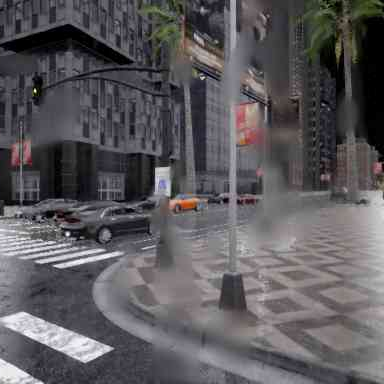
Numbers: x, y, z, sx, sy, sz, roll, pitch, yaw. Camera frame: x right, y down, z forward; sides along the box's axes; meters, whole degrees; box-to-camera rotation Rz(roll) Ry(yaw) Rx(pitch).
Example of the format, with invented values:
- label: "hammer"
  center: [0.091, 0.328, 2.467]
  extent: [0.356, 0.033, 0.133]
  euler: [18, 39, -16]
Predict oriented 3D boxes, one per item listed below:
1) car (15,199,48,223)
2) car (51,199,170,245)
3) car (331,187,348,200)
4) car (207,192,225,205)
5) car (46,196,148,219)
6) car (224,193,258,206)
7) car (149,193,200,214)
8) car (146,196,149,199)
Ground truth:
- label: "car"
  center: [-9.607, 1.215, 23.112]
  extent: [2.128, 1.511, 4.902]
  euler: [0, 1, 36]
- label: "car"
  center: [-3.355, 1.302, 14.703]
  extent: [1.837, 1.490, 4.892]
  euler: [0, 1, 35]
- label: "car"
  center: [23.635, 0.221, 52.812]
  extent: [2.150, 2.045, 5.566]
  euler: [0, 0, 36]
- label: "car"
  center: [3.757, 0.801, 41.927]
  extent: [1.882, 1.535, 5.008]
  euler: [0, 1, 35]
- label: "car"
  center: [-4.947, 1.237, 18.080]
  extent: [1.882, 1.535, 5.008]
  euler: [0, 1, 35]
- label: "car"
  center: [6.095, 0.938, 39.612]
  extent: [1.895, 1.301, 4.718]
  euler: [0, 1, 35]
- label: "car"
  center: [-1.213, 0.908, 29.312]
  extent: [2.097, 1.767, 4.553]
  euler: [0, 1, 35]
- label: "car"
  center: [-4.242, 1.086, 30.658]
  extent: [1.812, 1.442, 4.674]
  euler: [0, 1, 35]
